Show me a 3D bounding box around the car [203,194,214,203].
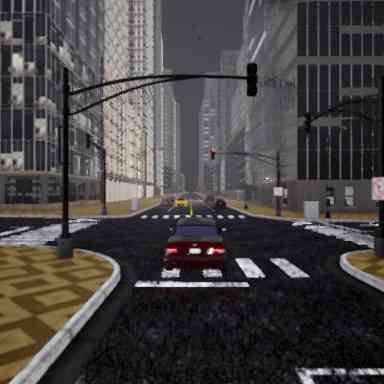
[{"bbox_3d":[3.700,1.400,69.418,2.192,1.841,5.009,0,0,0],"label":"car"}]

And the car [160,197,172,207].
[{"bbox_3d":[-4.089,1.660,52.792,1.802,1.307,4.206,0,0,0],"label":"car"}]

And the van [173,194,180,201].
[{"bbox_3d":[-4.302,1.431,91.485,1.690,1.788,3.998,0,0,0],"label":"van"}]

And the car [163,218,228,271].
[{"bbox_3d":[0.171,1.569,10.995,2.033,1.411,5.357,0,0,2],"label":"car"}]

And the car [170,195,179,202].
[{"bbox_3d":[-4.241,1.528,80.431,1.967,1.590,4.097,0,0,0],"label":"car"}]

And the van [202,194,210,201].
[{"bbox_3d":[3.608,1.429,86.001,1.690,1.788,3.998,0,0,0],"label":"van"}]

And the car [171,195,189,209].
[{"bbox_3d":[-1.582,1.551,48.238,1.882,1.535,5.008,0,0,0],"label":"car"}]

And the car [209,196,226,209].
[{"bbox_3d":[3.871,1.639,47.310,1.947,1.339,4.313,0,0,0],"label":"car"}]

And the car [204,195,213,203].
[{"bbox_3d":[3.669,1.527,74.947,1.967,1.590,4.097,0,0,0],"label":"car"}]

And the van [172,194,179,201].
[{"bbox_3d":[-4.272,1.430,85.958,1.690,1.788,3.998,0,0,0],"label":"van"}]
